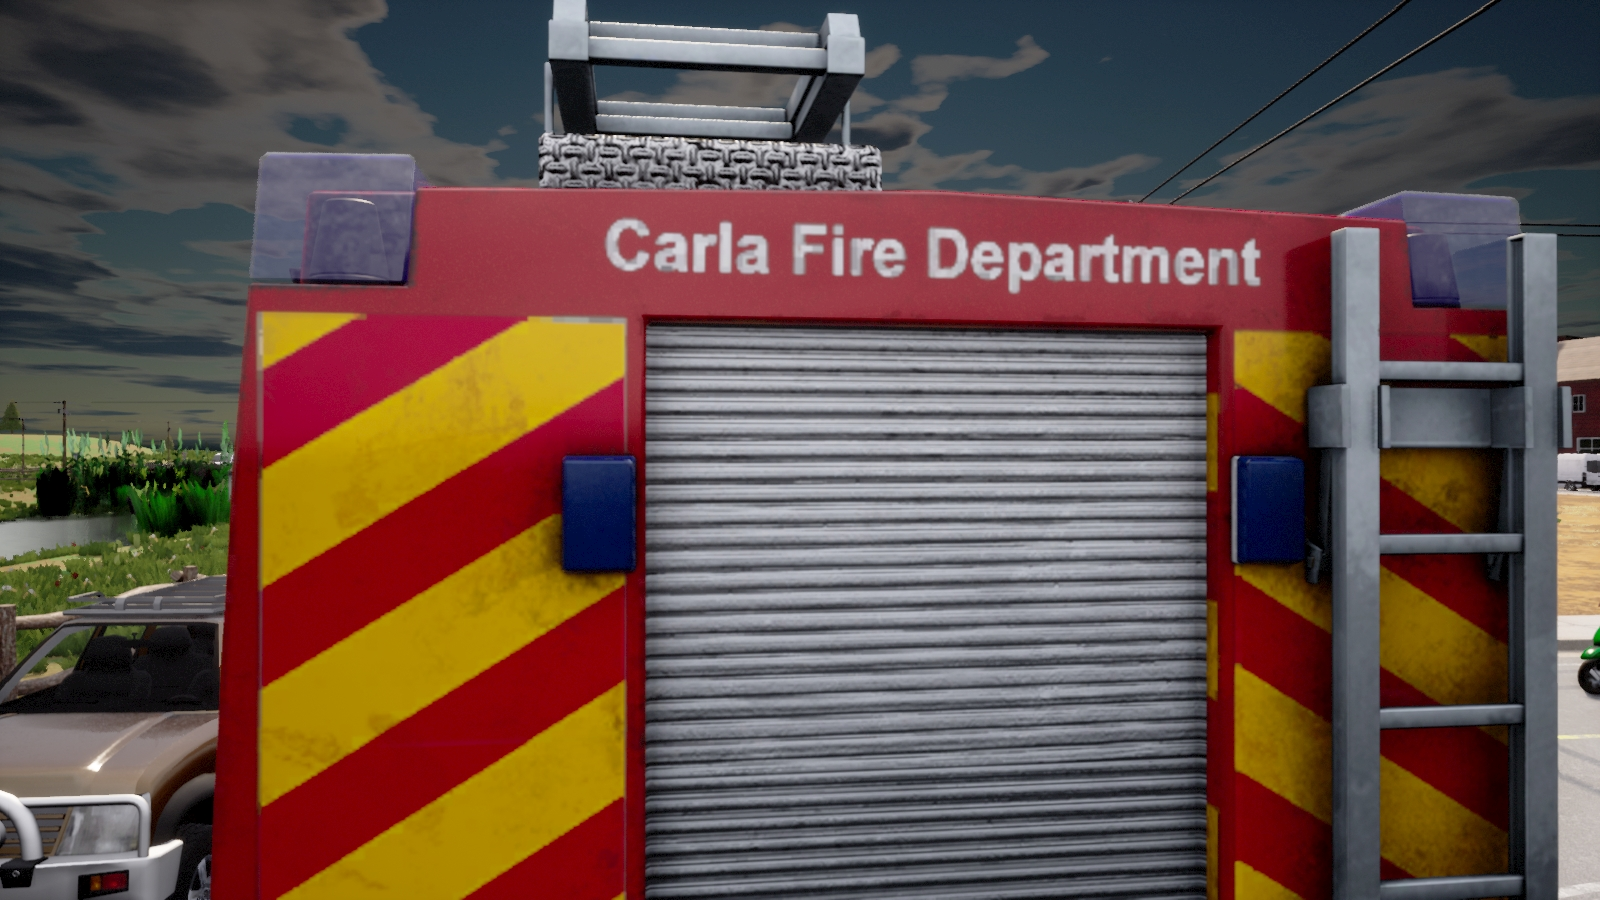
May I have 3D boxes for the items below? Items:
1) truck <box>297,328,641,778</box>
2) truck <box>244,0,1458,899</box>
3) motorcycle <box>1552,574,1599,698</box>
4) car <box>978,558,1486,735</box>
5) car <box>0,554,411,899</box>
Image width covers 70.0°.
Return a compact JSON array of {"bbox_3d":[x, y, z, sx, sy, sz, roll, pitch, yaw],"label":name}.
[{"bbox_3d":[-3.789,0.861,14.167,2.891,3.827,8.468,0,0,-13],"label":"truck"},{"bbox_3d":[-0.382,0.863,6.866,2.891,3.827,8.468,0,0,-8],"label":"truck"},{"bbox_3d":[9.908,2.141,13.297,1.805,1.316,0.856,0,0,-6],"label":"motorcycle"},{"bbox_3d":[4.603,2.059,12.615,4.792,1.488,2.163,0,0,-8],"label":"car"},{"bbox_3d":[-4.222,1.830,7.623,1.932,1.855,4.605,0,0,-4],"label":"car"}]
